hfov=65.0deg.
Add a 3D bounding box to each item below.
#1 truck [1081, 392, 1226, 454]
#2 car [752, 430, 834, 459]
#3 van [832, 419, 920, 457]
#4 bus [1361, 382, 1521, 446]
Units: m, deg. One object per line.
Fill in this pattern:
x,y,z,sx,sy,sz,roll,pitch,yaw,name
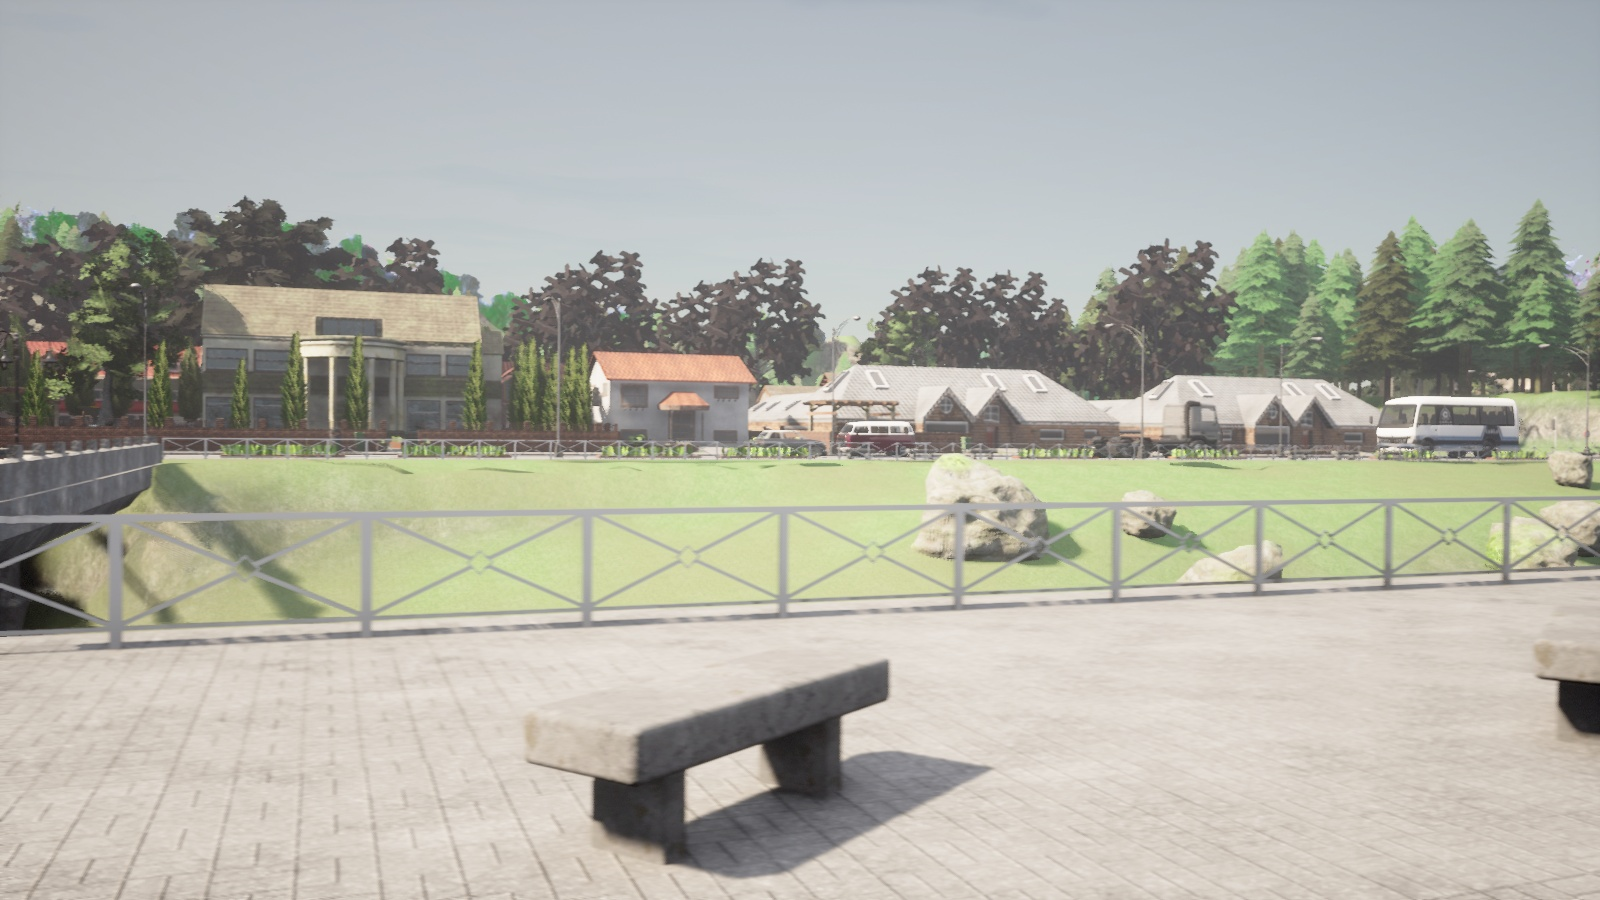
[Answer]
20.647,-1.603,73.336,7.936,3.462,2.891,-1,1,-21,truck
-0.379,-0.297,65.344,3.806,1.475,1.970,-1,1,-21,car
4.316,-0.689,71.408,4.480,2.038,2.069,-1,1,-21,van
44.201,-2.468,86.574,10.273,4.253,3.944,-1,1,-21,bus
